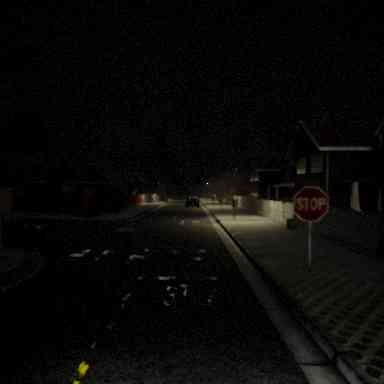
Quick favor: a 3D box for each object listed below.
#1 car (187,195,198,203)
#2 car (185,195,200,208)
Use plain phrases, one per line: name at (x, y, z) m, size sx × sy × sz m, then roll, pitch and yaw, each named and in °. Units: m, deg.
car at (0.035, 1.284, 64.985) m, size 2.128 × 1.511 × 4.902 m, roll 0°, pitch 0°, yaw 0°
car at (0.057, 1.321, 45.387) m, size 2.128 × 1.511 × 4.902 m, roll 0°, pitch 0°, yaw 0°
